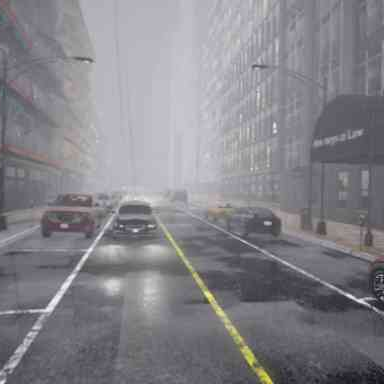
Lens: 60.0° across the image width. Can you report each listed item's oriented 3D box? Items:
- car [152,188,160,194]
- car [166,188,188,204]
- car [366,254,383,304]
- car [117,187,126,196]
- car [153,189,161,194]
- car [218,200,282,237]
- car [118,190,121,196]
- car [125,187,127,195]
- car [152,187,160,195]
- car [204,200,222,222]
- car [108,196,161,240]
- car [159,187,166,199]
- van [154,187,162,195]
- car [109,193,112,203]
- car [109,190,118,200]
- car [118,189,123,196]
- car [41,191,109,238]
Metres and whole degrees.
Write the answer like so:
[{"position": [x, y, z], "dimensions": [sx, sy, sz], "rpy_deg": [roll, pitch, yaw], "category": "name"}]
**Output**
[{"position": [-10.390, -0.319, 94.562], "dimensions": [1.947, 1.339, 4.313], "rpy_deg": [2, 1, -10], "category": "car"}, {"position": [-1.797, 0.520, 44.438], "dimensions": [2.192, 1.841, 5.009], "rpy_deg": [2, 1, -10], "category": "car"}, {"position": [4.874, 1.474, 5.454], "dimensions": [1.967, 1.590, 4.097], "rpy_deg": [2, 1, -10], "category": "car"}, {"position": [-11.017, 0.439, 48.594], "dimensions": [1.887, 1.381, 4.507], "rpy_deg": [2, 1, -10], "category": "car"}, {"position": [-9.436, -0.197, 88.993], "dimensions": [1.947, 1.339, 4.313], "rpy_deg": [2, 1, -10], "category": "car"}, {"position": [2.962, 1.364, 16.596], "dimensions": [1.947, 1.339, 4.313], "rpy_deg": [2, 1, -10], "category": "car"}, {"position": [-8.156, 0.796, 31.887], "dimensions": [1.887, 1.381, 4.507], "rpy_deg": [2, 1, -10], "category": "car"}, {"position": [-11.941, 0.303, 53.994], "dimensions": [1.752, 1.417, 4.829], "rpy_deg": [2, 1, -10], "category": "car"}, {"position": [-7.523, -0.079, 77.852], "dimensions": [1.967, 1.590, 4.097], "rpy_deg": [2, 1, -10], "category": "car"}, {"position": [1.981, 1.202, 22.332], "dimensions": [1.752, 1.417, 4.829], "rpy_deg": [2, 1, -10], "category": "car"}, {"position": [-2.573, 1.181, 15.151], "dimensions": [1.837, 1.490, 4.892], "rpy_deg": [1, 1, -10], "category": "car"}, {"position": [-3.704, 0.281, 55.575], "dimensions": [2.192, 1.841, 5.009], "rpy_deg": [2, 1, -10], "category": "car"}, {"position": [-8.473, -0.300, 83.421], "dimensions": [1.690, 1.788, 3.998], "rpy_deg": [2, 1, -10], "category": "van"}, {"position": [-6.219, 1.017, 20.580], "dimensions": [1.752, 1.417, 4.829], "rpy_deg": [2, 1, -10], "category": "car"}, {"position": [-7.198, 0.810, 26.315], "dimensions": [1.967, 1.590, 4.097], "rpy_deg": [2, 1, -10], "category": "car"}, {"position": [-9.111, 0.699, 37.455], "dimensions": [1.947, 1.339, 4.313], "rpy_deg": [2, 1, -10], "category": "car"}, {"position": [-5.285, 0.922, 15.176], "dimensions": [2.192, 1.841, 5.009], "rpy_deg": [2, 1, -10], "category": "car"}]
